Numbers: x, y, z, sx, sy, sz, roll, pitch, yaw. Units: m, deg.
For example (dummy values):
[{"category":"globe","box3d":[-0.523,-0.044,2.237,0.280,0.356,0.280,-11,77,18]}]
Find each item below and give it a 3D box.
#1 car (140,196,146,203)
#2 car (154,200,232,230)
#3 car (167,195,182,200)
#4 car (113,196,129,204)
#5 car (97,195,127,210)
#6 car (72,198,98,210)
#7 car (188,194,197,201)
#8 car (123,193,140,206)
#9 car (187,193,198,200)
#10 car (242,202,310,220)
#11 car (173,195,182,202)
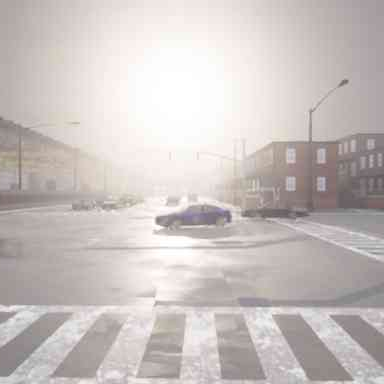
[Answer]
[{"category":"car","box3d":[-10.442,1.503,66.797,1.837,1.490,4.892,0,0,1]},{"category":"car","box3d":[0.090,1.477,21.079,5.008,1.535,1.882,0,-1,-24]},{"category":"car","box3d":[-3.332,1.349,58.806,2.097,1.767,4.553,0,0,0]},{"category":"car","box3d":[-13.941,1.489,65.554,2.128,1.511,4.902,0,0,0]},{"category":"car","box3d":[-10.523,1.545,44.254,2.033,1.411,5.357,0,0,0]},{"category":"car","box3d":[-14.028,1.599,43.350,1.895,1.301,4.718,0,0,0]},{"category":"car","box3d":[0.096,1.302,81.620,2.097,1.767,4.553,0,0,0]},{"category":"car","box3d":[-10.500,1.219,54.733,2.150,2.045,5.566,0,0,0]},{"category":"car","box3d":[0.083,1.210,71.177,2.150,2.045,5.566,0,0,0]},{"category":"car","box3d":[6.797,1.546,27.352,5.357,1.411,2.033,0,0,9]},{"category":"car","box3d":[-3.405,1.474,80.619,1.882,1.535,5.008,0,0,0]}]
